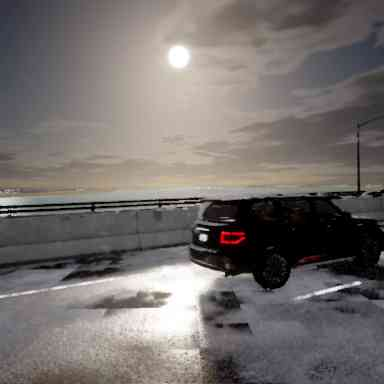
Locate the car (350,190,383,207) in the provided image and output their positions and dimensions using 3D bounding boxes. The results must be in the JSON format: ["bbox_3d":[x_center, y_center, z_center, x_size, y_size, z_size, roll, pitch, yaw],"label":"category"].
[{"bbox_3d":[18.375,0.578,33.573,4.892,1.490,1.837,-2,1,-28],"label":"car"}]

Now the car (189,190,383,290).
[{"bbox_3d":[2.595,1.038,8.744,5.566,2.045,2.150,-2,1,-29],"label":"car"}]

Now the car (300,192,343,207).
[{"bbox_3d":[13.668,0.736,35.002,4.181,1.385,1.994,-2,1,-28],"label":"car"}]
